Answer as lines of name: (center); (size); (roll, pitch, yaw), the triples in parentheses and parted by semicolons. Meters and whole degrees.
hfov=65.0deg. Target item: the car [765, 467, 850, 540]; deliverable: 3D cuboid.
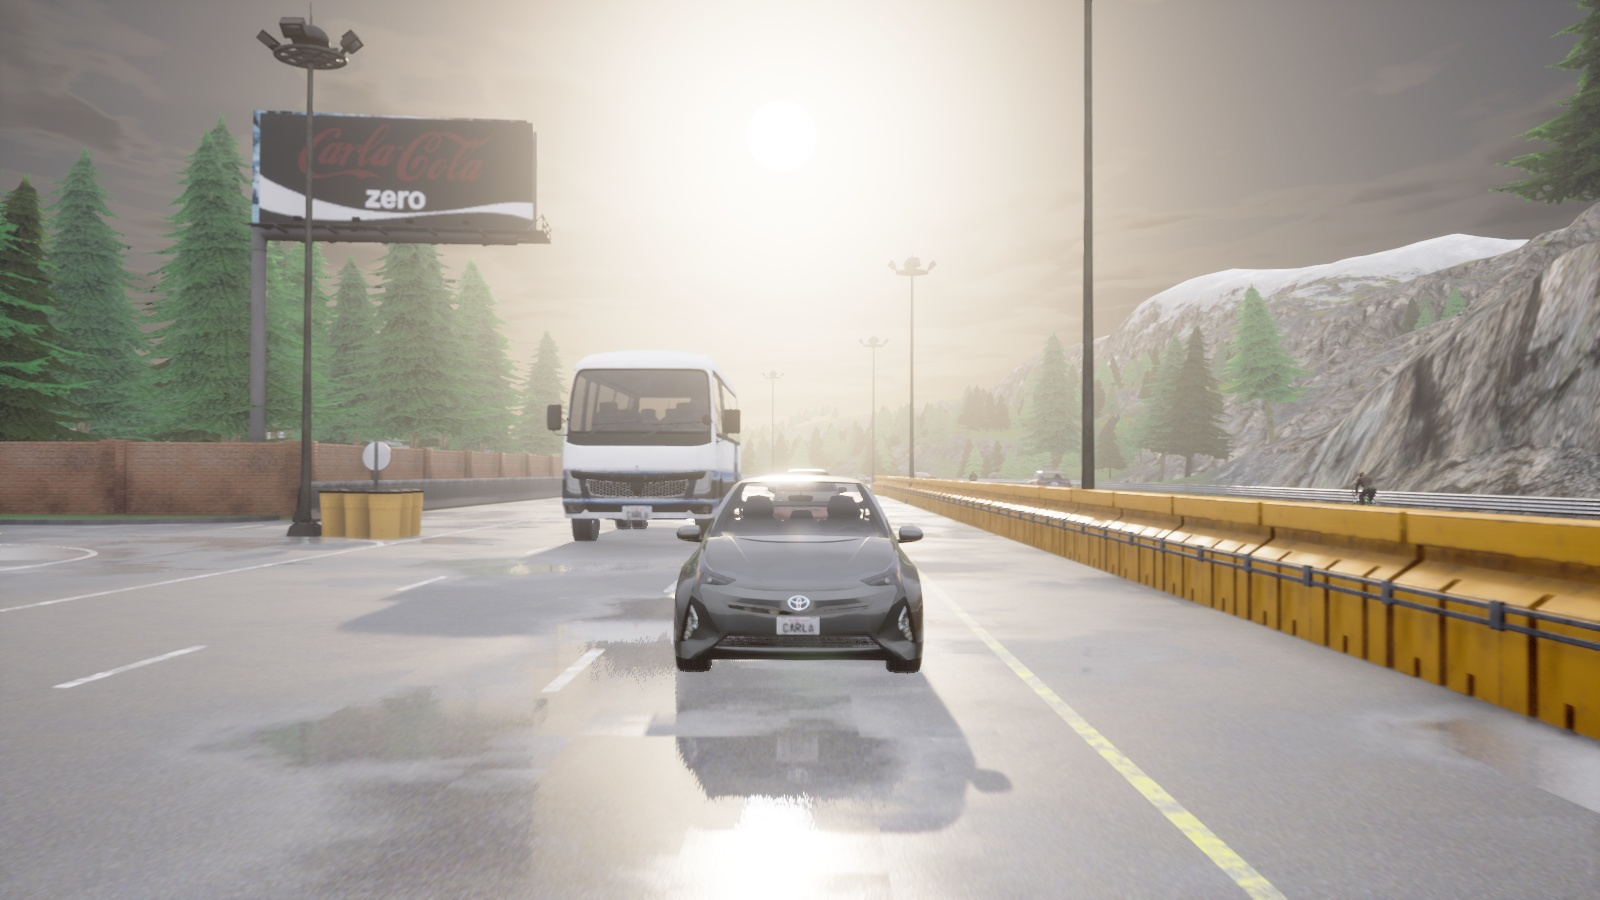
car: (0.186, 1.206, 29.572); (1.851, 1.617, 3.988); (0, -1, 1)

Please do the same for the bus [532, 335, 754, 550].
bus: (-3.314, -0.044, 30.167); (3.944, 4.253, 10.273); (0, -1, 1)

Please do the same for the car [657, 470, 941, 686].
car: (0.012, 0.949, 11.172); (2.007, 1.525, 4.514); (0, -1, 1)

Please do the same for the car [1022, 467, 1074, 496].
car: (14.625, 1.846, 74.355); (2.242, 1.667, 4.611); (0, -1, 1)
